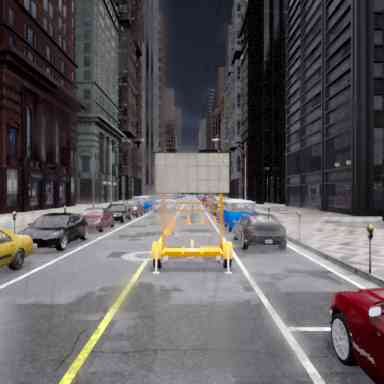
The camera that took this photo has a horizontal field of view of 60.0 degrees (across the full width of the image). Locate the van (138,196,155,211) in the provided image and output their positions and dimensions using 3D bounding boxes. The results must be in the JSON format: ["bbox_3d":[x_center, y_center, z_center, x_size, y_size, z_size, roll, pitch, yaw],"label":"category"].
[{"bbox_3d":[-5.724,1.365,42.352,1.690,1.788,3.998,0,0,0],"label":"van"}]

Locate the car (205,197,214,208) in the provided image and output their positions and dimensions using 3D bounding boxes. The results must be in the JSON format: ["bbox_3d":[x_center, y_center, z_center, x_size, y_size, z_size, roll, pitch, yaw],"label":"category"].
[{"bbox_3d":[2.796,1.569,36.723,2.008,1.369,4.403,0,0,0],"label":"car"}]

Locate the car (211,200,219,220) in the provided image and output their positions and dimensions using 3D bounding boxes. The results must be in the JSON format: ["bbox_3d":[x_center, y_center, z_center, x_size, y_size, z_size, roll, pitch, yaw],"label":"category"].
[{"bbox_3d":[2.785,1.560,25.451,2.008,1.369,4.403,0,0,0],"label":"car"}]

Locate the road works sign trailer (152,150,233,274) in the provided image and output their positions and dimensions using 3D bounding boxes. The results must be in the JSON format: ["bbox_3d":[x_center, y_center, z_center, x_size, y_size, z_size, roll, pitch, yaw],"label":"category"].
[{"bbox_3d":[0.010,0.466,10.566,2.380,3.560,2.880,0,0,0],"label":"road works sign trailer"}]

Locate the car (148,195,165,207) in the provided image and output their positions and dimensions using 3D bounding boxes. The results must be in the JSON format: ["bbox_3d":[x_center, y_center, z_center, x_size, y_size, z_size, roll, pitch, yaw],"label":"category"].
[{"bbox_3d":[-5.713,1.352,53.625,2.192,1.841,5.009,0,0,0],"label":"car"}]

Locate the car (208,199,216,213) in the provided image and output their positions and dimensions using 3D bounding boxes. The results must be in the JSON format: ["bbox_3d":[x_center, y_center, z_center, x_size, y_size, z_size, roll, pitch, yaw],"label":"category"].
[{"bbox_3d":[2.791,1.595,31.087,1.802,1.307,4.206,0,0,0],"label":"car"}]

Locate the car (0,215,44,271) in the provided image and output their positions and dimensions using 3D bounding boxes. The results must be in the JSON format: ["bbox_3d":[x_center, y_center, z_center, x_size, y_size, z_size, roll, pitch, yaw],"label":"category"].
[{"bbox_3d":[-5.756,1.526,8.363,1.752,1.417,4.829,0,0,0],"label":"car"}]

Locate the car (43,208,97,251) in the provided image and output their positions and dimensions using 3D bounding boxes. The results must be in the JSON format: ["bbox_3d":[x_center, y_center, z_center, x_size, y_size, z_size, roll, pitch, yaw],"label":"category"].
[{"bbox_3d":[-5.750,1.569,14.169,1.947,1.339,4.313,0,0,0],"label":"car"}]

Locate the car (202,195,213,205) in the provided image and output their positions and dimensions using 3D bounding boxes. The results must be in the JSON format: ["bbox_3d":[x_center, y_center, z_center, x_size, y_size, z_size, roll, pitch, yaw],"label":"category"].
[{"bbox_3d":[2.807,1.575,47.995,1.887,1.381,4.507,0,0,0],"label":"car"}]

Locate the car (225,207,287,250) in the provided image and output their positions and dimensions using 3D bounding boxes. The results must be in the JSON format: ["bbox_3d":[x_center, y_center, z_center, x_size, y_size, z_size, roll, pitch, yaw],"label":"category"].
[{"bbox_3d":[2.775,1.554,14.178,2.008,1.369,4.403,0,0,0],"label":"car"}]

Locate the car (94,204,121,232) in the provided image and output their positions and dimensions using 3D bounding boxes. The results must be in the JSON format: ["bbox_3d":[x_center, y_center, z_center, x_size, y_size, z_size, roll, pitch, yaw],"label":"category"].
[{"bbox_3d":[-5.745,1.587,19.806,1.802,1.307,4.206,0,0,0],"label":"car"}]

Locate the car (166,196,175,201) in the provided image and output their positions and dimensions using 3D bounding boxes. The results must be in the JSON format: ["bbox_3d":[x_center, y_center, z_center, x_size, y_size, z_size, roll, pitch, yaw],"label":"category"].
[{"bbox_3d":[-5.680,1.657,87.445,1.947,1.339,4.313,0,0,0],"label":"car"}]

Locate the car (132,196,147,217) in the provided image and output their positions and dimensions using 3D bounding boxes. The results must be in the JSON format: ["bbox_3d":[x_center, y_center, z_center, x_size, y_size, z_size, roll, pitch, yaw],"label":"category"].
[{"bbox_3d":[-5.734,1.453,31.080,1.967,1.590,4.097,0,0,0],"label":"car"}]

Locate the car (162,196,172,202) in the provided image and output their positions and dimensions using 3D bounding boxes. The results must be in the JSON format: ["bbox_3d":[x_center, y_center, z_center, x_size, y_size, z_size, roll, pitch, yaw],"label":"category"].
[{"bbox_3d":[-5.691,1.615,76.172,1.887,1.381,4.507,0,0,0],"label":"car"}]

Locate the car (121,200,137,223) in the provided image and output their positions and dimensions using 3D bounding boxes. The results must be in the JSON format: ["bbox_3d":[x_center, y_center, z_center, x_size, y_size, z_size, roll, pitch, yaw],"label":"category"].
[{"bbox_3d":[-5.740,1.575,25.443,1.947,1.339,4.313,0,0,0],"label":"car"}]

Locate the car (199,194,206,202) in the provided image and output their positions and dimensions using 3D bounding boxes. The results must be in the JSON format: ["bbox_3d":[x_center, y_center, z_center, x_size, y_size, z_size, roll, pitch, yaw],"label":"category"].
[{"bbox_3d":[2.817,1.359,59.268,2.192,1.841,5.009,0,0,0],"label":"car"}]

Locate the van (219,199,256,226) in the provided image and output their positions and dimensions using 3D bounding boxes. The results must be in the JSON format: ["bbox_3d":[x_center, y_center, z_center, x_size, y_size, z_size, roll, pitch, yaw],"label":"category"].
[{"bbox_3d":[2.780,1.346,19.814,1.690,1.788,3.998,0,0,0],"label":"van"}]

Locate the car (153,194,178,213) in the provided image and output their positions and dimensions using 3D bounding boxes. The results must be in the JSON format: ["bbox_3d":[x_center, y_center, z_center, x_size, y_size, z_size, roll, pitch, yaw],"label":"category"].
[{"bbox_3d":[-3.064,1.241,37.809,2.150,2.045,5.566,0,0,0],"label":"car"}]

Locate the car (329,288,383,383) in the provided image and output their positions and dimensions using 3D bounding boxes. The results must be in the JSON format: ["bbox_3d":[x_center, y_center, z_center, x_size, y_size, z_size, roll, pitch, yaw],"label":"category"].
[{"bbox_3d":[2.764,1.545,2.906,1.887,1.381,4.507,0,0,0],"label":"car"}]

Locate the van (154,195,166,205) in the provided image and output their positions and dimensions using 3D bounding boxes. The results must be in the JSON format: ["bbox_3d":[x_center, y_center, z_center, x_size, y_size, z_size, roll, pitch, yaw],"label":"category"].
[{"bbox_3d":[-5.708,1.385,59.261,1.690,1.788,3.998,0,0,0],"label":"van"}]

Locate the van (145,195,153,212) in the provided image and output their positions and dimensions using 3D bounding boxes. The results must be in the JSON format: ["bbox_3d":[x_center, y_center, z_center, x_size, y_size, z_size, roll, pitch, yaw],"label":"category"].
[{"bbox_3d":[-5.729,1.359,36.716,1.690,1.788,3.998,0,0,0],"label":"van"}]

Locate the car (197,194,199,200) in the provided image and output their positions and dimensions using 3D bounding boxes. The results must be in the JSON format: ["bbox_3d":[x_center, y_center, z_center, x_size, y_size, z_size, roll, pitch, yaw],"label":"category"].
[{"bbox_3d":[2.839,1.606,81.983,1.752,1.417,4.829,0,0,0],"label":"car"}]
